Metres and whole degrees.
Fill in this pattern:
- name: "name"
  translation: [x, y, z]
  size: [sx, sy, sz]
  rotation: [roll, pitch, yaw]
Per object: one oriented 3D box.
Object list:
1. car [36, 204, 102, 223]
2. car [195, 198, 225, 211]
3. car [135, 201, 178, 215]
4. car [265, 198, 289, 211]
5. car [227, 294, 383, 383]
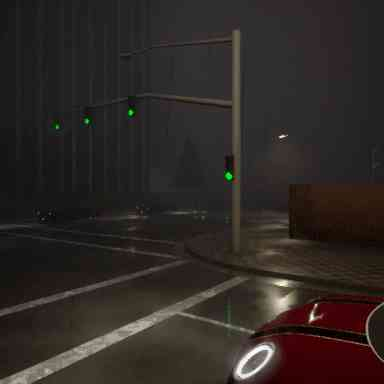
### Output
- name: "car"
  translation: [-9.303, 1.601, 25.436]
  size: [1.895, 1.301, 4.718]
  rotation: [0, 0, 35]
- name: "car"
  translation: [2.318, 1.491, 41.805]
  size: [2.128, 1.511, 4.902]
  rotation: [0, 0, 36]
- name: "car"
  translation: [-3.524, 1.601, 33.593]
  size: [1.895, 1.301, 4.718]
  rotation: [0, 0, 35]
- name: "car"
  translation: [10.758, 1.491, 41.319]
  size: [2.128, 1.511, 4.902]
  rotation: [0, 0, 36]
- name: "car"
  translation: [2.471, 1.352, 2.195]
  size: [4.553, 1.767, 2.097]
  rotation: [0, 0, 36]
